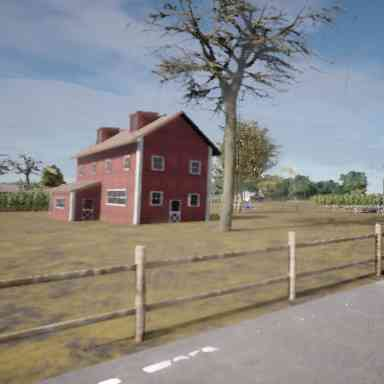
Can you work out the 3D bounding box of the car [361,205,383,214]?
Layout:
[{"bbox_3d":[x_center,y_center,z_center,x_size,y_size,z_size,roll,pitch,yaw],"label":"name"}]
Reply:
[{"bbox_3d":[30.925,2.908,54.909,2.033,1.411,5.357,3,-4,-35],"label":"car"}]

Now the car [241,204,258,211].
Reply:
[{"bbox_3d":[13.455,3.635,79.360,1.882,1.535,5.008,3,-3,-35],"label":"car"}]
